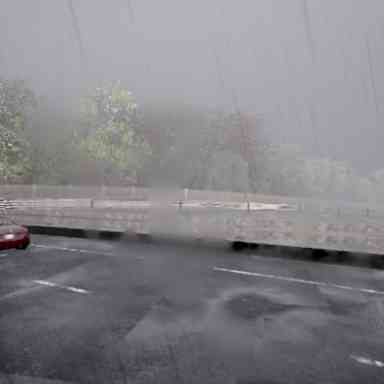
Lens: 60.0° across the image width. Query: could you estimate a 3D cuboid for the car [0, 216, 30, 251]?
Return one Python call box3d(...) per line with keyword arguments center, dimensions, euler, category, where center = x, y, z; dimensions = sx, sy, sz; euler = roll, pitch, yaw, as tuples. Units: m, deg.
box3d(center=(-8.196, 1.534, 12.661), dimensions=(4.181, 1.385, 1.994), euler=(0, 0, 27), category="car")
